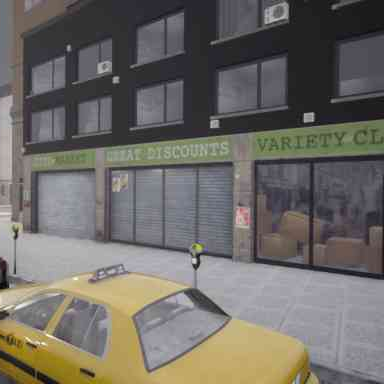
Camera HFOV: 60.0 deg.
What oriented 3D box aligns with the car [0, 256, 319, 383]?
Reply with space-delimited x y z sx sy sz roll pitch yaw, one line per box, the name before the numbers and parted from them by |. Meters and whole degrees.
car | -1.135 1.525 3.890 4.829 1.417 1.752 0 1 35
